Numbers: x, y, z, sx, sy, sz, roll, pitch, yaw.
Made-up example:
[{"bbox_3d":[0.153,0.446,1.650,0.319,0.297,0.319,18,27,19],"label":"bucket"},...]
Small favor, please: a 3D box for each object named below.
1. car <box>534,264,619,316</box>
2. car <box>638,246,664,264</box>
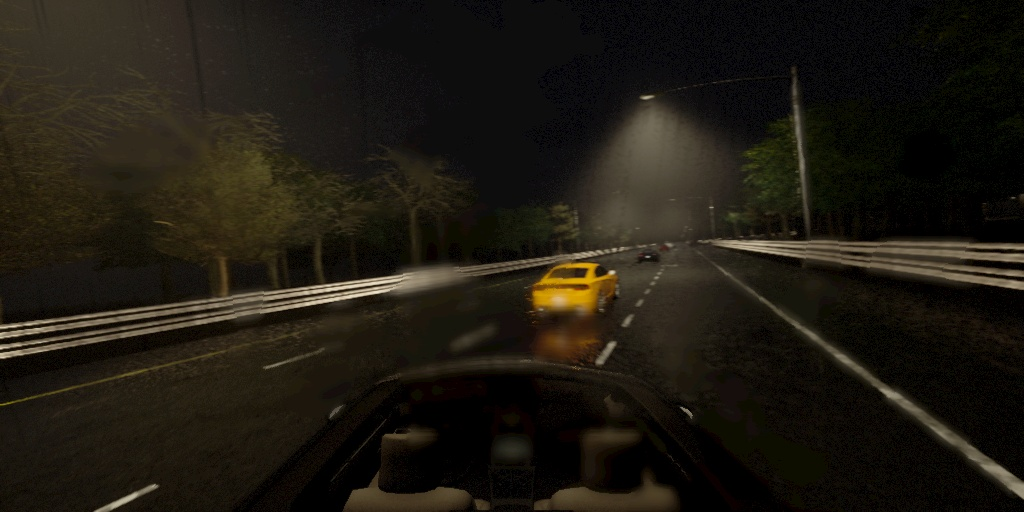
[{"bbox_3d":[2.369,0.995,12.250,1.882,1.535,5.008,-5,0,25],"label":"car"},{"bbox_3d":[14.344,-0.031,37.501,1.994,1.385,4.181,-5,0,25],"label":"car"}]
